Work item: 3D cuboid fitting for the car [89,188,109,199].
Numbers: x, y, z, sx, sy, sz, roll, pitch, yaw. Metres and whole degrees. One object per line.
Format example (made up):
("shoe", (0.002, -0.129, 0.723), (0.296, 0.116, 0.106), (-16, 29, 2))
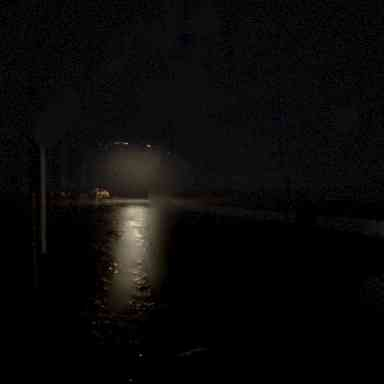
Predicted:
("car", (-14.728, 0.189, 52.641), (1.882, 1.535, 5.008), (-1, 2, -35))
